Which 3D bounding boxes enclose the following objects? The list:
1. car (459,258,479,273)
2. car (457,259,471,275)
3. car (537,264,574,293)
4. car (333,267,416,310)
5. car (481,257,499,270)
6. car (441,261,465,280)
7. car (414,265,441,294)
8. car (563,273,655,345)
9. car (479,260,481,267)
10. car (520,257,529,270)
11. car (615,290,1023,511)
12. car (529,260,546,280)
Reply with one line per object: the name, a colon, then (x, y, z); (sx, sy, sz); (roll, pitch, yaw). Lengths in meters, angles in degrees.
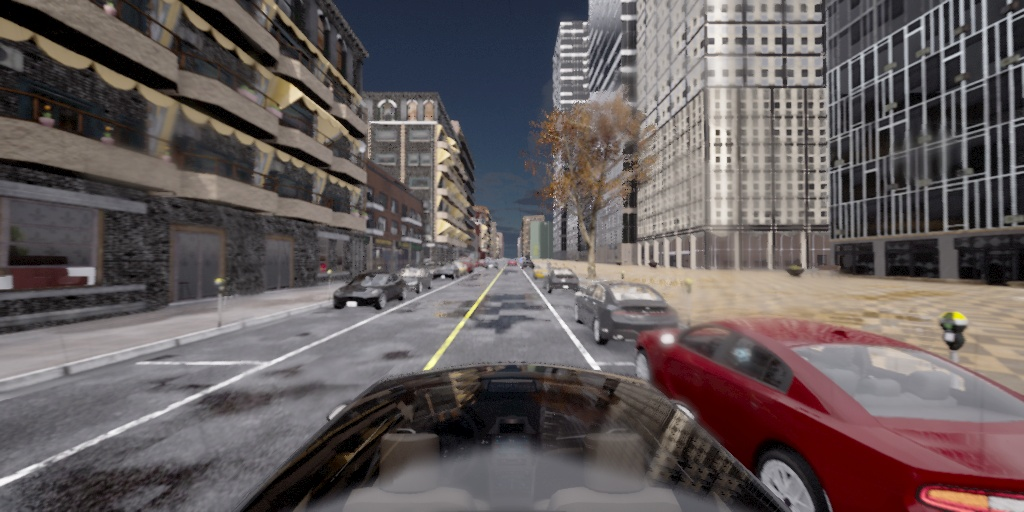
car: (-5.639, 1.117, 42.712); (2.192, 1.841, 5.009); (0, 0, 0)
car: (-5.647, 1.319, 36.971); (1.751, 1.417, 4.829); (0, 0, 0)
car: (2.713, 1.325, 20.421); (2.007, 1.370, 4.403); (0, 0, 0)
car: (-5.675, 1.329, 14.863); (1.948, 1.339, 4.313); (0, 0, 0)
car: (-3.002, 1.313, 53.746); (2.128, 1.511, 4.902); (0, 0, 0)
car: (-5.654, 1.352, 31.572); (1.948, 1.339, 4.313); (0, 0, 0)
car: (-5.668, 1.321, 20.433); (2.007, 1.370, 4.403); (0, 0, 0)
car: (2.699, 1.311, 9.281); (2.007, 1.370, 4.403); (0, 0, 0)
car: (-5.611, 1.382, 64.989); (1.888, 1.381, 4.507); (0, 0, 0)
car: (2.421, 1.331, 55.524); (1.837, 1.490, 4.892); (0, 0, 0)
car: (2.692, 1.299, 3.711); (1.888, 1.381, 4.507); (0, 0, 0)
car: (2.727, 1.316, 31.731); (1.751, 1.417, 4.829); (0, 0, 0)
